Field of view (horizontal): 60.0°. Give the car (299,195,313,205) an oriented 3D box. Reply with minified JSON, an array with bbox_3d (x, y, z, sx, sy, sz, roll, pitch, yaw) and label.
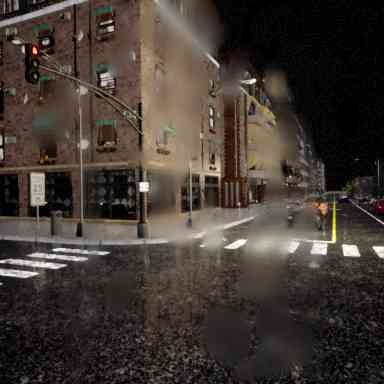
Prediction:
[{"bbox_3d":[18.413,1.310,53.685,1.752,1.417,4.829,-1,0,23],"label":"car"}]

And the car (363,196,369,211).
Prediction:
[{"bbox_3d":[19.457,1.333,34.844,2.008,1.369,4.403,-1,0,23],"label":"car"}]

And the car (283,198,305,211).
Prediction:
[{"bbox_3d":[11.749,1.397,38.133,2.008,1.369,4.403,-1,0,23],"label":"car"}]

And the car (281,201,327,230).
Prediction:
[{"bbox_3d":[6.870,1.464,20.149,1.994,1.385,4.181,0,0,23],"label":"car"}]

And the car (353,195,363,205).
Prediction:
[{"bbox_3d":[26.188,1.270,50.552,2.008,1.369,4.403,-1,0,23],"label":"car"}]

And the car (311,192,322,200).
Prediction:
[{"bbox_3d":[31.938,0.994,85.257,2.192,1.841,5.009,-1,0,23],"label":"car"}]

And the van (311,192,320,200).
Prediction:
[{"bbox_3d":[29.695,1.036,80.022,1.690,1.788,3.998,-1,0,23],"label":"van"}]

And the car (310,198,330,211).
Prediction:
[{"bbox_3d":[14.758,1.384,38.309,1.994,1.385,4.181,0,0,23],"label":"car"}]

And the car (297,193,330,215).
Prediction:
[{"bbox_3d":[10.746,1.212,29.148,2.097,1.767,4.553,0,0,23],"label":"car"}]

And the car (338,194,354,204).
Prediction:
[{"bbox_3d":[26.198,1.282,57.134,1.994,1.385,4.181,0,0,23],"label":"car"}]

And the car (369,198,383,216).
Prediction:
[{"bbox_3d":[17.213,1.386,29.607,1.802,1.307,4.206,-1,0,23],"label":"car"}]

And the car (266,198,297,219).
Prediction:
[{"bbox_3d":[7.262,1.442,27.661,2.008,1.369,4.403,-1,0,23],"label":"car"}]
